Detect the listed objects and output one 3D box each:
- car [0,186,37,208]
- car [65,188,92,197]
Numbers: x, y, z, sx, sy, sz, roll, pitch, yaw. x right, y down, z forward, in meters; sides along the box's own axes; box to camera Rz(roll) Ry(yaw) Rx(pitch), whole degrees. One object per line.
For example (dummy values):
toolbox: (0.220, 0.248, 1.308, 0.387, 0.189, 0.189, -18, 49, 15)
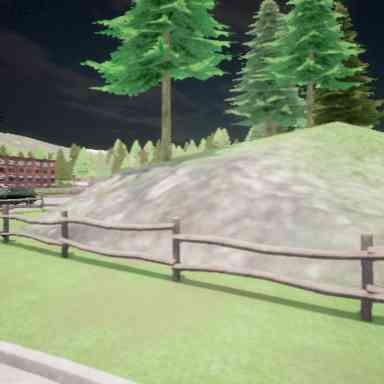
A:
car: (-17.940, 0.399, 32.613, 2.150, 2.045, 5.566, 0, 2, 20)
car: (-19.878, 0.096, 57.464, 1.994, 1.385, 4.181, 0, 2, 20)
